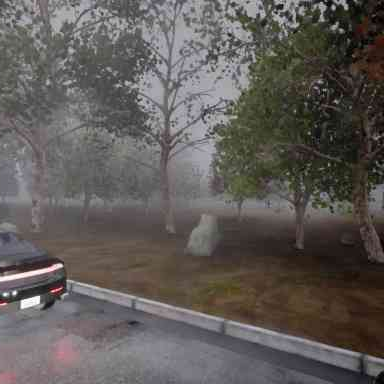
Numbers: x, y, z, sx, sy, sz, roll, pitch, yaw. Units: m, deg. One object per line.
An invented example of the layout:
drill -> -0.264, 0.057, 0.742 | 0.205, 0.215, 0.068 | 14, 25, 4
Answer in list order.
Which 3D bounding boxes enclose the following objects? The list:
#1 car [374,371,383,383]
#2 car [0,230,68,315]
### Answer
car -> 3.250, 1.490, 1.059 | 4.902, 1.511, 2.128 | 0, 0, 36
car -> -4.481, 1.501, 6.576 | 4.902, 1.511, 2.128 | 0, 0, 36
